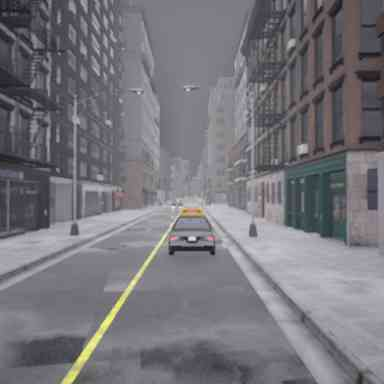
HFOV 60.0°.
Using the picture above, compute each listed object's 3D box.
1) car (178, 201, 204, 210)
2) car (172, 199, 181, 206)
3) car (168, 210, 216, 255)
[{"bbox_3d":[0.009,1.776,29.486,1.882,1.535,5.008,0,0,0],"label":"car"},{"bbox_3d":[-2.993,2.208,68.191,1.812,1.442,4.674,0,-1,0],"label":"car"},{"bbox_3d":[0.003,1.686,13.995,2.033,1.411,5.357,0,-1,0],"label":"car"}]
